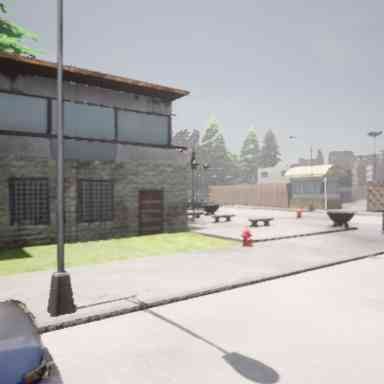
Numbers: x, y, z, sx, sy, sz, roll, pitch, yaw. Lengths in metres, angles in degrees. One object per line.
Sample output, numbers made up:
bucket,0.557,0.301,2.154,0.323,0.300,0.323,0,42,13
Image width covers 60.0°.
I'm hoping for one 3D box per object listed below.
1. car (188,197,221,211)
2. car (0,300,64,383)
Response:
car,1.378,1.423,39.719,1.837,1.490,4.892,0,0,-35
car,-3.687,1.554,1.974,5.357,1.411,2.033,0,0,-35
